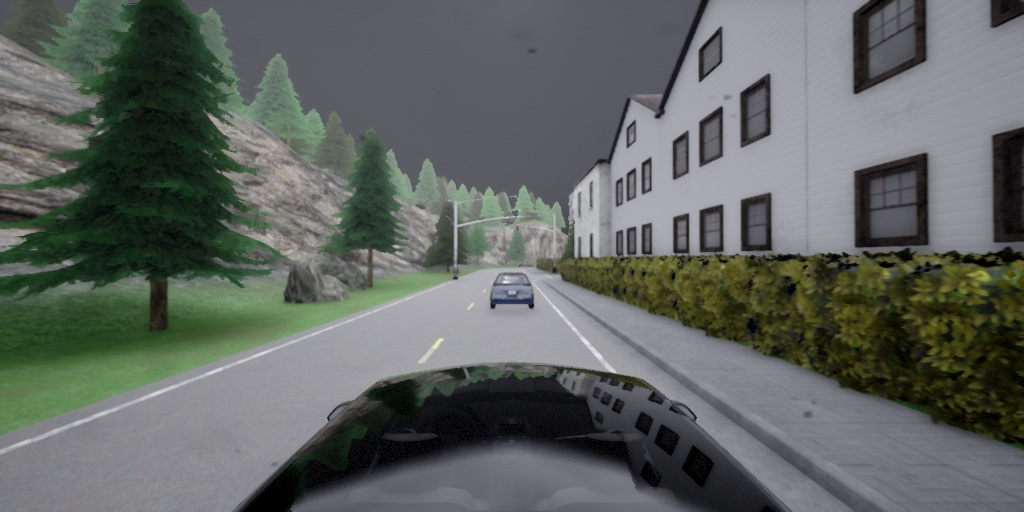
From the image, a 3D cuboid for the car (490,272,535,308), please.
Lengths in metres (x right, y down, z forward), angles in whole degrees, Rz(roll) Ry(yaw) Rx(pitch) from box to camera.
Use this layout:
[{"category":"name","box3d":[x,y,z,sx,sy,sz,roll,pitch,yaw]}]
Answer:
[{"category":"car","box3d":[0.004,1.427,15.839,2.033,1.411,5.357,0,0,0]}]
